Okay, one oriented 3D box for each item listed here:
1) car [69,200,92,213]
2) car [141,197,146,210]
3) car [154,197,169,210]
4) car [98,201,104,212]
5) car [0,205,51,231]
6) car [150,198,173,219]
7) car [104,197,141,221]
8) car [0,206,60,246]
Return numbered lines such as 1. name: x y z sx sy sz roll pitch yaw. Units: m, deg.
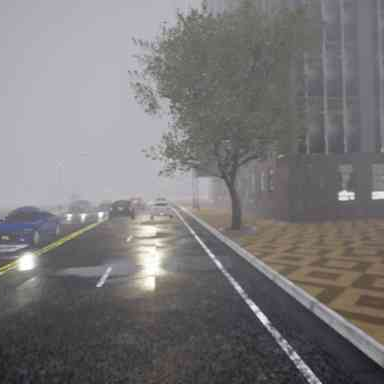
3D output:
1. car: -13.609 1.734 40.894 1.882 1.535 5.008 -2 0 -5
2. car: -7.338 1.409 44.288 2.097 1.767 4.553 -2 0 -5
3. car: -4.097 1.486 44.567 1.812 1.442 4.674 -2 0 -5
4. car: -10.392 1.724 41.419 1.994 1.385 4.181 -2 0 -5
5. car: -12.067 1.797 24.349 1.812 1.442 4.674 -2 0 -5
6. car: -2.605 1.500 28.569 1.812 1.442 4.674 -2 0 -5
7. car: -5.869 1.423 28.706 2.097 1.767 4.553 -2 0 -5
8. car: -8.073 1.658 16.487 1.882 1.535 5.008 -2 0 -6
